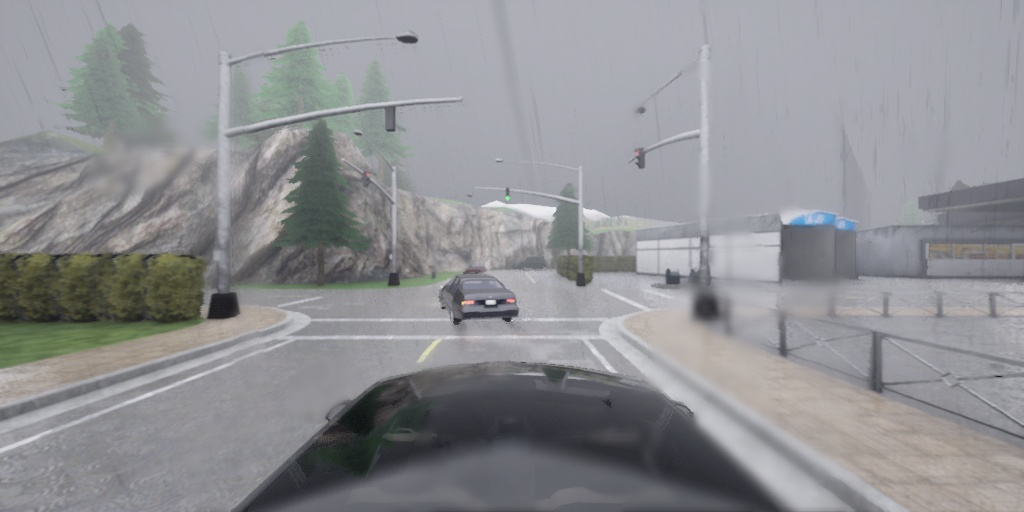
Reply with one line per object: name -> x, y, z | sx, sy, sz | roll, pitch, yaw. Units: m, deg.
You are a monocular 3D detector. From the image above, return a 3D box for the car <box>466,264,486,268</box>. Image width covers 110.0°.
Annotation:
car -> -3.612, 1.436, 35.804 | 1.895, 1.301, 4.718 | 0, 0, 0

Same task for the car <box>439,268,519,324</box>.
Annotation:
car -> -1.340, 1.324, 12.235 | 2.033, 1.411, 5.357 | 0, 0, -17

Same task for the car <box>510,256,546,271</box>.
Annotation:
car -> 2.431, 1.102, 54.010 | 5.566, 2.045, 2.150 | 0, -1, -23
